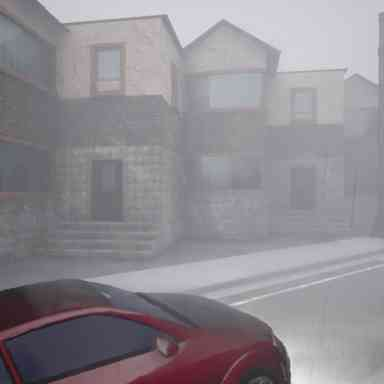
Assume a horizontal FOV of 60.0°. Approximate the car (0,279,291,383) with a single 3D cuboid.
[{"bbox_3d":[-1.022,1.564,3.029,4.181,1.385,1.994,0,0,-35],"label":"car"}]
